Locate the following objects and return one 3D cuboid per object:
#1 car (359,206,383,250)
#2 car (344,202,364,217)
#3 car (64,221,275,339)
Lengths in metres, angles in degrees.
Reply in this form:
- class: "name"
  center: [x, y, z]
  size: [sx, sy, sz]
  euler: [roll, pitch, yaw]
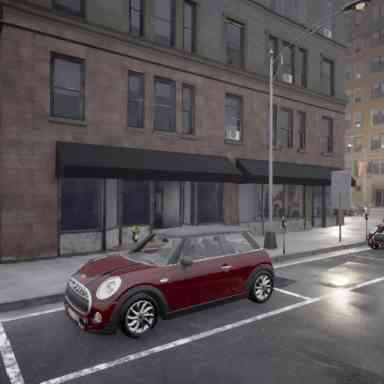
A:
- class: "car"
  center: [8.619, 1.445, 12.934]
  size: [4.097, 1.590, 1.967]
  euler: [0, 0, -36]
- class: "car"
  center: [12.333, 1.253, 29.665]
  size: [2.097, 1.767, 4.553]
  euler: [1, 0, -36]
- class: "car"
  center: [-0.314, 1.441, 6.538]
  size: [4.097, 1.590, 1.967]
  euler: [0, 0, -36]
